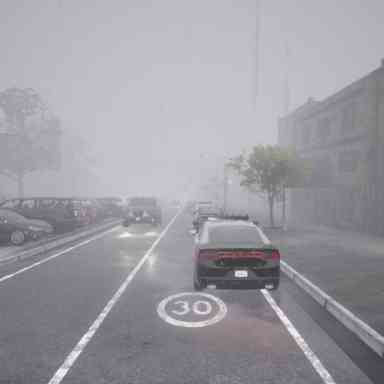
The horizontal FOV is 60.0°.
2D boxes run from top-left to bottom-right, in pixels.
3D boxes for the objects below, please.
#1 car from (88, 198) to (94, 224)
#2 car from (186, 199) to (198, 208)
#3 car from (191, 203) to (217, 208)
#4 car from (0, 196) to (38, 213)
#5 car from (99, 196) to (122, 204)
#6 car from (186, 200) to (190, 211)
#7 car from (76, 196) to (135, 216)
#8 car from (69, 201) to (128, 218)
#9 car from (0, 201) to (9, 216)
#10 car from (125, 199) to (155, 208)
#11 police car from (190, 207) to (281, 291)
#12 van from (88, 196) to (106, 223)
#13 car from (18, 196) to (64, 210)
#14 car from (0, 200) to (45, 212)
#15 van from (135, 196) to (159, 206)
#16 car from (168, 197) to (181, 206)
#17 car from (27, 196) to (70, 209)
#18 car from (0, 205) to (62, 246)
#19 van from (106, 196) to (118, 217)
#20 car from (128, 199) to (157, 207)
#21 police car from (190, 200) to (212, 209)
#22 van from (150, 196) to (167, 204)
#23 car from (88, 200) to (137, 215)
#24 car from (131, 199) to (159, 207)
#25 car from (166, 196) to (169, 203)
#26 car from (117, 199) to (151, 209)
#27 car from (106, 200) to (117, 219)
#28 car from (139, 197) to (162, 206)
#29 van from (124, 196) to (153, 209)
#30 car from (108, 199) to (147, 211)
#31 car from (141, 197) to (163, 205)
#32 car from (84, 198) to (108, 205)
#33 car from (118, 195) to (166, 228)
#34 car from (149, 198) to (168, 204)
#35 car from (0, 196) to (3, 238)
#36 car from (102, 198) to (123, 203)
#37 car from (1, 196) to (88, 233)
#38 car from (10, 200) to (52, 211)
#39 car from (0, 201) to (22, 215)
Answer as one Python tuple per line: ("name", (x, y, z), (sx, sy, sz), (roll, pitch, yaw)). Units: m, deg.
("car", (-8.800, 1.431, 20.534), (4.553, 1.767, 2.185), (0, -1, 0))
("car", (0.041, 2.060, 59.947), (1.994, 1.385, 4.181), (0, -1, 0))
("car", (0.988, 1.584, 19.095), (1.837, 1.490, 4.892), (0, -1, 0))
("car", (-21.892, 1.484, 39.978), (5.566, 2.045, 2.435), (0, -1, 0))
("car", (-21.985, 2.089, 90.095), (5.566, 2.045, 2.435), (0, -1, 0))
("car", (0.072, 1.882, 46.267), (2.033, 1.411, 5.357), (0, -1, 1))
("car", (-8.865, 1.432, 34.553), (5.566, 2.045, 2.435), (0, -1, 0))
("car", (-8.830, 1.658, 31.747), (5.008, 1.535, 2.097), (0, -1, 0))
("car", (-21.887, 1.713, 34.407), (4.792, 1.488, 2.163), (0, -1, 0))
("car", (-8.824, 1.962, 56.972), (4.792, 1.488, 2.163), (0, -1, 0))
("police car", (0.981, 1.431, 9.187), (1.930, 1.638, 5.238), (0, 0, 0))
("van", (-8.716, 1.356, 23.339), (4.442, 1.987, 1.878), (0, -1, 0))
("car", (-21.897, 1.576, 48.333), (5.566, 2.045, 2.435), (0, -1, 0))
("car", (-21.917, 1.765, 42.762), (5.008, 1.535, 2.097), (0, -1, 0))
("van", (-8.742, 1.810, 65.384), (4.442, 1.987, 1.878), (0, -1, 0))
("car", (-3.207, 2.138, 66.456), (1.994, 1.385, 4.181), (0, -1, 0))
("car", (-21.900, 1.609, 50.994), (5.566, 2.045, 2.435), (0, -1, 0))
("car", (-8.841, 1.514, 14.927), (4.892, 1.521, 2.231), (0, 0, 0))
("van", (-8.950, 1.407, 28.946), (4.442, 1.987, 1.878), (0, -1, 0))
("car", (-8.826, 1.996, 59.775), (4.792, 1.488, 2.163), (0, -1, 0))
("police car", (0.991, 1.559, 25.215), (1.930, 1.638, 5.238), (0, -1, 0))
("van", (-8.993, 2.119, 90.612), (4.442, 1.987, 1.878), (0, -1, 0))
("car", (-8.834, 1.710, 37.358), (4.892, 1.521, 2.231), (0, -1, 0))
("car", (-8.852, 2.001, 62.578), (5.008, 1.535, 2.097), (0, -1, 0))
("car", (-8.838, 1.922, 76.597), (5.566, 2.045, 2.435), (0, -1, 0))
("car", (-8.878, 1.893, 51.366), (4.792, 1.488, 2.163), (0, -1, 0))
("car", (-8.826, 1.608, 26.141), (4.892, 1.521, 2.231), (0, -1, 0))
("car", (-8.831, 1.979, 70.989), (4.553, 1.767, 2.185), (0, -1, 0))
("van", (-8.734, 1.672, 54.172), (4.442, 1.987, 1.878), (0, -1, 0))
("car", (-8.840, 1.796, 45.763), (5.008, 1.535, 2.097), (0, -1, 0))
("car", (-8.834, 2.013, 73.792), (4.553, 1.767, 2.185), (0, -1, 0))
("car", (-21.952, 2.171, 76.213), (4.892, 1.521, 2.231), (0, -1, 0))
("car", (-3.335, 1.338, 23.279), (2.150, 2.045, 5.566), (0, -1, 0))
("car", (-8.868, 2.312, 87.806), (4.892, 1.521, 2.231), (0, -1, 0))
("car", (-8.869, 1.232, 9.325), (5.566, 2.045, 2.435), (0, 0, 0))
("car", (-22.144, 2.371, 92.867), (5.366, 1.575, 1.946), (0, -1, 0))
("car", (-8.861, 1.283, 17.735), (5.566, 2.045, 2.435), (0, 0, 0))
("car", (-21.922, 1.833, 45.422), (4.674, 1.452, 2.002), (0, -1, 0))
("car", (-21.947, 1.738, 37.192), (4.792, 1.488, 2.163), (0, -1, 0))
